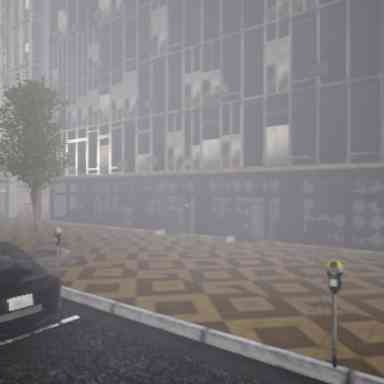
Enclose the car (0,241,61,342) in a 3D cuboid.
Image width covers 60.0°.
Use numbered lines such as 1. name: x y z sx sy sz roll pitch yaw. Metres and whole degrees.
1. car: -4.027 1.527 5.751 4.313 1.339 1.947 0 0 36
